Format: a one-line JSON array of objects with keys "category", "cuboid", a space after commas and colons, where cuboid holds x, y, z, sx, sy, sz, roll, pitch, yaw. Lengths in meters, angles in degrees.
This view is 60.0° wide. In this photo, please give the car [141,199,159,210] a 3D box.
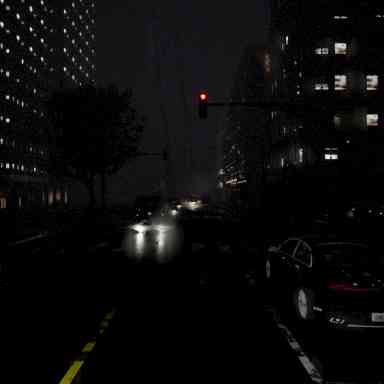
[{"category": "car", "cuboid": [-5.623, 1.592, 44.853, 1.947, 1.339, 4.313, 0, 0, 0]}]

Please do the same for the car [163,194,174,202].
[{"category": "car", "cuboid": [-5.573, 1.386, 77.990, 2.192, 1.841, 5.009, 0, 0, 0]}]

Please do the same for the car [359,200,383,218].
[{"category": "car", "cuboid": [15.473, 0.994, 23.757, 5.566, 2.045, 2.150, -1, 0, 0]}]

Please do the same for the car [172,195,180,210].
[{"category": "car", "cuboid": [-3.032, 1.378, 43.166, 2.097, 1.767, 4.553, 0, 0, 0]}]

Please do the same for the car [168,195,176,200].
[{"category": "car", "cuboid": [-5.548, 1.654, 94.558, 2.008, 1.369, 4.403, 0, 0, 0]}]

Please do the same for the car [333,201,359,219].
[{"category": "car", "cuboid": [13.466, 1.350, 26.318, 4.403, 1.369, 2.008, -1, 1, 0]}]

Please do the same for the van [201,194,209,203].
[{"category": "van", "cuboid": [2.799, 1.402, 72.455, 1.690, 1.788, 3.998, 0, 0, 0]}]

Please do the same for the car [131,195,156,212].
[{"category": "car", "cuboid": [-5.632, 1.336, 39.330, 2.192, 1.841, 5.009, 0, 0, 0]}]

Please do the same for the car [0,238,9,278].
[{"category": "car", "cuboid": [-5.680, 1.545, 6.942, 1.887, 1.381, 4.507, 0, 0, 0]}]

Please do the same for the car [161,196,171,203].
[{"category": "car", "cuboid": [-5.581, 1.627, 72.468, 1.947, 1.339, 4.313, 0, 0, 0]}]

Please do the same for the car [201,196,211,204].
[{"category": "car", "cuboid": [2.792, 1.578, 67.101, 1.752, 1.417, 4.829, 0, 0, 0]}]

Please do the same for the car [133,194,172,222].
[{"category": "car", "cuboid": [-3.059, 1.234, 26.726, 2.150, 2.045, 5.566, 0, 0, 0]}]

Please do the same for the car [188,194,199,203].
[{"category": "car", "cuboid": [0.104, 1.581, 69.058, 1.812, 1.442, 4.674, 0, 0, 0]}]

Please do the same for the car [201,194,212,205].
[{"category": "car", "cuboid": [2.783, 1.610, 61.408, 1.947, 1.339, 4.313, 0, 0, 0]}]

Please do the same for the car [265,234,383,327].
[{"category": "car", "cuboid": [2.700, 1.551, 6.929, 2.008, 1.369, 4.403, 0, 0, 0]}]
